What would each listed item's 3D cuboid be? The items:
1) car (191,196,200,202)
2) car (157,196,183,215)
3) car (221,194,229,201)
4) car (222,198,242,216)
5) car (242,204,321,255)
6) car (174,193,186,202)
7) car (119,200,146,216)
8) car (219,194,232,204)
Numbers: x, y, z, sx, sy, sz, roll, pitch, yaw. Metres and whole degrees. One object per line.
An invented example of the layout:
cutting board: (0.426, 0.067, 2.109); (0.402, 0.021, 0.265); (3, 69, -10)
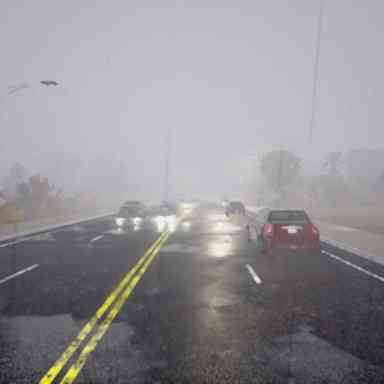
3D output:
car: (0.804, 1.517, 74.999); (2.033, 1.411, 5.357); (0, 0, 6)
car: (-2.433, 1.527, 34.719); (2.128, 1.511, 4.902); (0, 0, 3)
car: (8.754, 1.444, 87.094); (2.033, 1.649, 4.856); (0, 0, 7)
car: (4.153, 1.561, 32.362); (1.812, 1.442, 4.674); (0, 0, 3)
car: (3.522, 1.372, 13.640); (2.097, 1.767, 4.553); (0, 0, 1)
car: (-2.617, 1.220, 73.531); (2.150, 2.045, 5.566); (0, 0, 6)
car: (-5.780, 1.509, 32.797); (1.882, 1.535, 5.008); (0, 0, 3)
car: (6.367, 1.636, 65.407); (1.895, 1.301, 4.718); (0, 0, 5)
